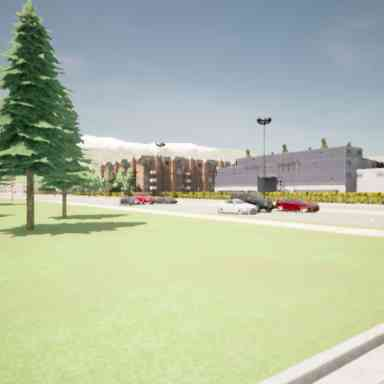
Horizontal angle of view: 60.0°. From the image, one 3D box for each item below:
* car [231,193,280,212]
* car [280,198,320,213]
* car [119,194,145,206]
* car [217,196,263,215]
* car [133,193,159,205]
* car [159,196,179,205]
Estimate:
[{"bbox_3d":[6.320,1.140,36.045,2.150,2.045,5.566,0,0,-36],"label":"car"},{"bbox_3d":[11.126,1.386,35.407,1.882,1.535,5.008,0,0,-36],"label":"car"},{"bbox_3d":[-9.862,1.423,52.485,2.128,1.511,4.902,0,0,-35],"label":"car"},{"bbox_3d":[4.359,1.456,32.831,1.812,1.442,4.674,0,0,-36],"label":"car"},{"bbox_3d":[-8.315,1.146,56.354,2.150,2.045,5.566,0,0,-36],"label":"car"},{"bbox_3d":[-4.440,1.457,56.942,2.033,1.411,5.357,0,0,-35],"label":"car"}]
